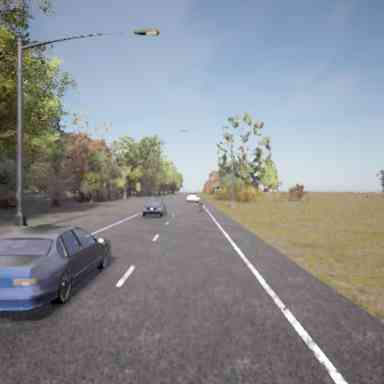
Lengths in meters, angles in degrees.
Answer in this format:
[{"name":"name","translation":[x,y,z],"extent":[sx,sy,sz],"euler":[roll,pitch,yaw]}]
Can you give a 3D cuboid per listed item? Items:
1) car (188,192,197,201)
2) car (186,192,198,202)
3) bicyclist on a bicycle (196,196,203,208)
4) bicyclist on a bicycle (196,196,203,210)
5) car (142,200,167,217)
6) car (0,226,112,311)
[{"name":"car","translation":[0.032,0.974,80.164],"extent":[2.150,2.045,5.566],"euler":[0,0,0]},{"name":"car","translation":[0.031,1.052,69.515],"extent":[2.150,2.045,5.566],"euler":[0,0,0]},{"name":"bicyclist on a bicycle","translation":[0.996,1.323,45.657],"extent":[0.866,1.612,1.509],"euler":[0,0,0]},{"name":"bicyclist on a bicycle","translation":[0.976,1.364,35.729],"extent":[0.582,1.620,1.656],"euler":[0,0,0]},{"name":"car","translation":[-3.389,1.471,30.611],"extent":[2.033,1.411,5.357],"euler":[0,0,0]},{"name":"car","translation":[-3.399,1.527,7.971],"extent":[2.033,1.411,5.357],"euler":[0,0,0]}]
